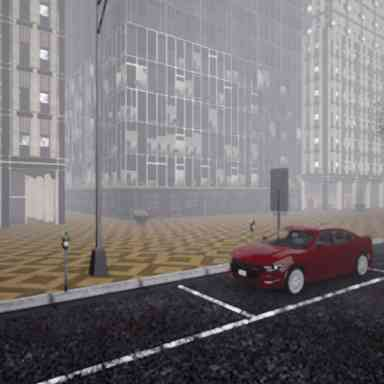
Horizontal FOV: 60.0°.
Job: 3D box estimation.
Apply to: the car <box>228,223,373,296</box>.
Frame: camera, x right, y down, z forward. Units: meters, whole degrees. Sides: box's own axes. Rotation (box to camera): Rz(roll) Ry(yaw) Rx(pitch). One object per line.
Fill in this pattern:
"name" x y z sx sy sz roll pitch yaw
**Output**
"car" 2.945 1.545 8.670 4.507 1.381 1.887 0 0 -36
